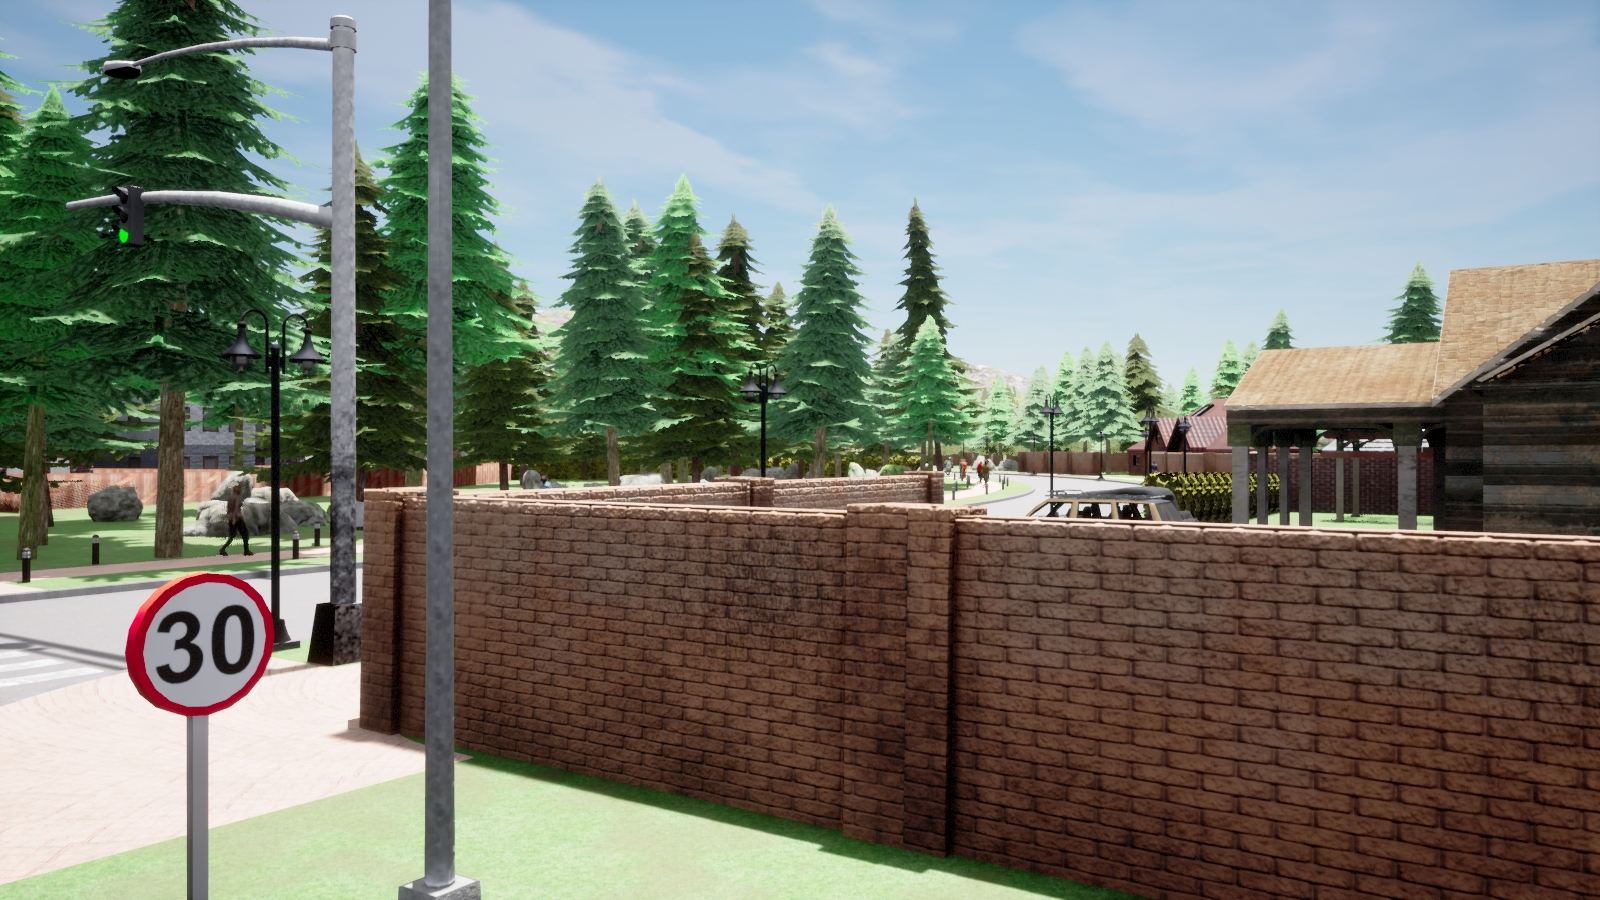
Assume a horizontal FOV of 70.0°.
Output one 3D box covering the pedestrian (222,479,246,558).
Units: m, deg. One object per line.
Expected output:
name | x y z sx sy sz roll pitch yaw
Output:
pedestrian | -13.656 1.647 27.571 0.375 1.860 0.375 0 0 28

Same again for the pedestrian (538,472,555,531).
pedestrian | -8.096 1.646 36.558 0.375 1.860 0.375 0 0 34
